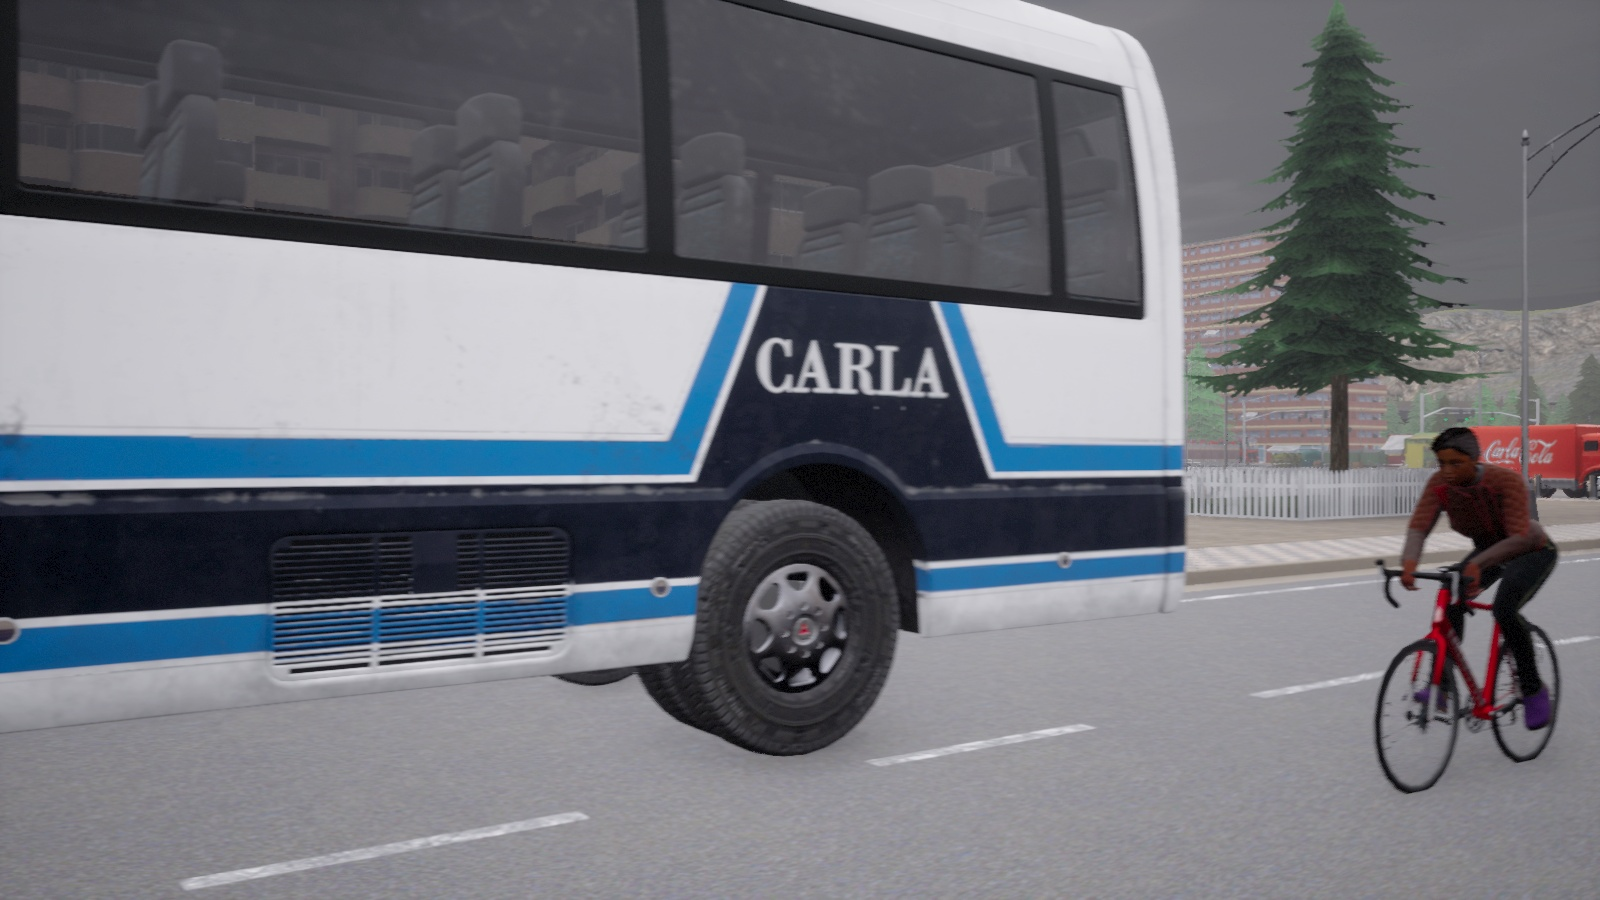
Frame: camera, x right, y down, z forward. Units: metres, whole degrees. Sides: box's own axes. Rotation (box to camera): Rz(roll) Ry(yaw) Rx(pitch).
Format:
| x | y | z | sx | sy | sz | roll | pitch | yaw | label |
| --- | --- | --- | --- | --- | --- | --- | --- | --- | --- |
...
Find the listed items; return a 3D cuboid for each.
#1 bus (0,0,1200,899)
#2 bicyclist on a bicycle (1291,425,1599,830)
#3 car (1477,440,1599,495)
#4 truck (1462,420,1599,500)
| x | y | z | sx | sy | sz | roll | pitch | yaw | label |
| --- | --- | --- | --- | --- | --- | --- | --- | --- | --- |
| -3.100 | -0.611 | 5.769 | 10.273 | 4.253 | 3.944 | 0 | 0 | -35 | bus |
| 3.002 | 0.705 | 5.735 | 1.656 | 1.620 | 0.582 | 0 | 0 | -35 | bicyclist on a bicycle |
| 26.563 | 0.594 | 44.704 | 1.905 | 1.878 | 3.866 | 0 | 0 | -35 | car |
| 24.893 | 0.305 | 40.982 | 2.627 | 2.467 | 5.204 | 0 | 0 | -35 | truck |
